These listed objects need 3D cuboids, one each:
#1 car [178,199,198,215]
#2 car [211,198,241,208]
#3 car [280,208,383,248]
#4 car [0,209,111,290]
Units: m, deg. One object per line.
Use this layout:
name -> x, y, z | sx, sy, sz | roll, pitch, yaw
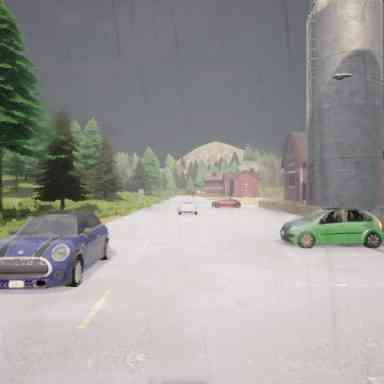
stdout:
car -> -0.419, 1.526, 34.009 | 1.812, 1.442, 4.674 | 0, 0, -1
car -> 4.833, 1.550, 47.096 | 4.181, 1.381, 1.994 | 0, 0, -1
car -> 5.824, 1.483, 14.099 | 3.988, 1.617, 1.851 | 0, 0, -1
car -> -3.743, 1.352, 9.269 | 2.097, 1.767, 4.553 | 0, 0, -1
